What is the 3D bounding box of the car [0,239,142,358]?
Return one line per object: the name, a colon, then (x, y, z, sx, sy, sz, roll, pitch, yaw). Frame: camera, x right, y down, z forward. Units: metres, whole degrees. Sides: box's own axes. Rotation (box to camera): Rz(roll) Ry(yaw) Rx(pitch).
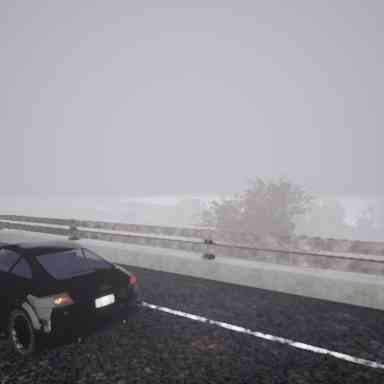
car: (-2.915, 1.584, 6.097, 4.181, 1.385, 1.994, 0, 0, 36)
